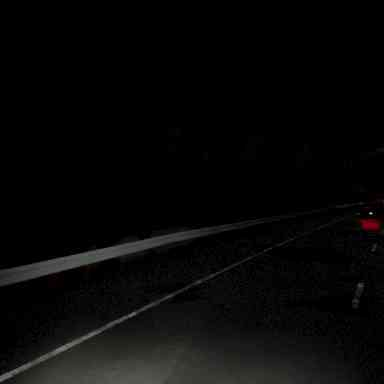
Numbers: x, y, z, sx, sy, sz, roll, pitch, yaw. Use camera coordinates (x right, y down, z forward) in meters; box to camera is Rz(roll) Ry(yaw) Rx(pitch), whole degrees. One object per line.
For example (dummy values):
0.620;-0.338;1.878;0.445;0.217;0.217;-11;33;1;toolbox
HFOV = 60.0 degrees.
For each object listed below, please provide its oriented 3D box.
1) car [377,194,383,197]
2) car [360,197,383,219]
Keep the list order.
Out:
22.296;1.221;38.000;2.150;2.045;5.566;0;0;36;car
16.200;1.505;29.493;1.837;1.490;4.892;0;0;35;car
